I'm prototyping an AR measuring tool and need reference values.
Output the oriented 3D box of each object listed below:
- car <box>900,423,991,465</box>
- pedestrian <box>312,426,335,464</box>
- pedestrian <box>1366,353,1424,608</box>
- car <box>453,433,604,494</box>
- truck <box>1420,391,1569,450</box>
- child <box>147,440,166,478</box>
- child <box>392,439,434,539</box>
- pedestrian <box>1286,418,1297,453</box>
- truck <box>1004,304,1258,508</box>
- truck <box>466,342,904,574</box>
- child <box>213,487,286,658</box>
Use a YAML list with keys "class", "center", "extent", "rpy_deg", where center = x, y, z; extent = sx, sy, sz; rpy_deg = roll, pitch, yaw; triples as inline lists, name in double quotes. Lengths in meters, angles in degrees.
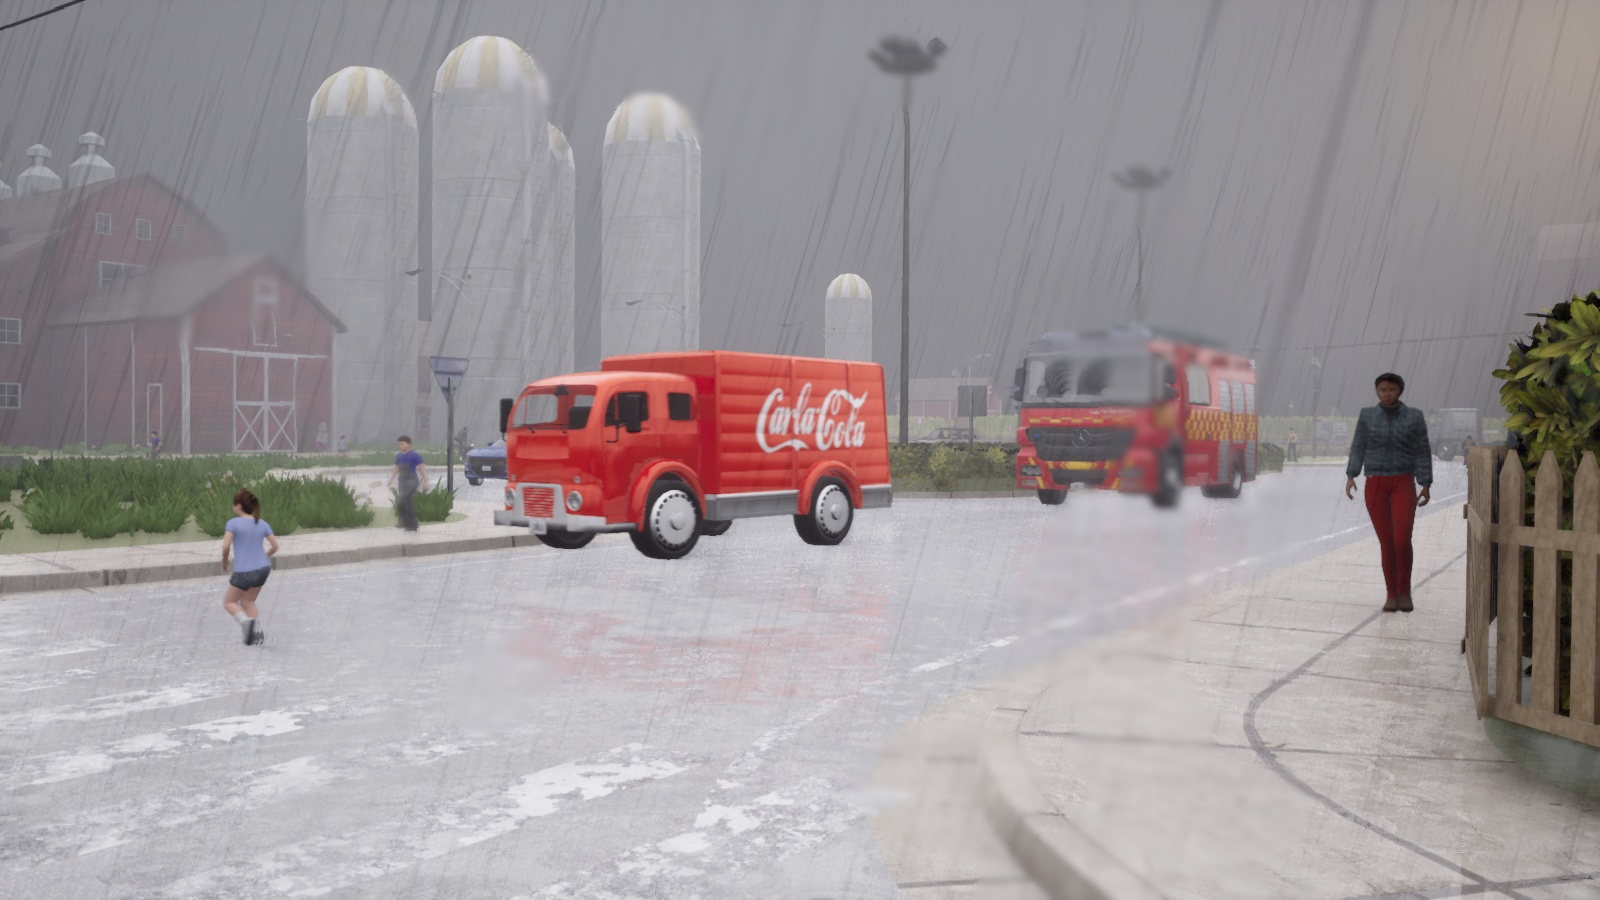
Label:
- class: "car"
  center: [6.767, -0.308, 58.068]
  extent: [1.932, 1.855, 4.605]
  rpy_deg: [0, 1, 40]
- class: "pedestrian"
  center: [-24.677, -0.282, 65.076]
  extent: [0.659, 1.952, 0.873]
  rpy_deg: [0, 1, 43]
- class: "pedestrian"
  center: [4.470, 0.217, 9.425]
  extent: [0.353, 1.847, 0.614]
  rpy_deg: [0, 1, 29]
- class: "car"
  center: [-7.305, 0.304, 34.382]
  extent: [1.882, 1.535, 5.008]
  rpy_deg: [0, 1, 16]
- class: "truck"
  center: [42.779, -1.762, 77.696]
  extent: [2.891, 3.462, 7.936]
  rpy_deg: [-1, 1, -24]
- class: "child"
  center: [-21.152, 0.292, 41.282]
  extent: [0.270, 1.263, 0.437]
  rpy_deg: [0, 1, 33]
- class: "child"
  center: [-4.979, 0.490, 16.154]
  extent: [0.270, 1.263, 0.437]
  rpy_deg: [0, 1, 27]
- class: "pedestrian"
  center: [25.936, -0.754, 66.293]
  extent: [0.594, 1.836, 0.345]
  rpy_deg: [-1, 1, -44]
- class: "truck"
  center: [7.626, -0.882, 27.857]
  extent: [2.891, 3.827, 8.468]
  rpy_deg: [0, 1, 33]
- class: "truck"
  center: [-1.280, 0.027, 16.171]
  extent: [2.627, 2.467, 5.204]
  rpy_deg: [0, 1, 41]
- class: "child"
  center: [-3.711, 0.814, 8.466]
  extent: [0.394, 1.110, 0.255]
  rpy_deg: [0, 1, 30]
